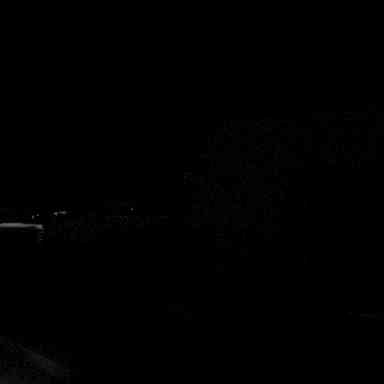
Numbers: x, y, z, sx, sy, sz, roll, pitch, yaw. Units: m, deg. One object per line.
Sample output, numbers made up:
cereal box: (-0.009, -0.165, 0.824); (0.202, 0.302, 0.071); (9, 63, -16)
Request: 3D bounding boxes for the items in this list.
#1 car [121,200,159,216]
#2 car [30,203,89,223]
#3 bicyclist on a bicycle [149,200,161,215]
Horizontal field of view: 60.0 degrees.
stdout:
car: (-5.467, 1.692, 35.914); (1.837, 1.490, 4.892); (0, 0, 34)
car: (-10.964, 1.691, 27.720); (1.837, 1.490, 4.892); (0, 0, 34)
bicyclist on a bicycle: (-2.921, 1.436, 26.291); (1.656, 1.620, 0.582); (-1, 0, 34)
